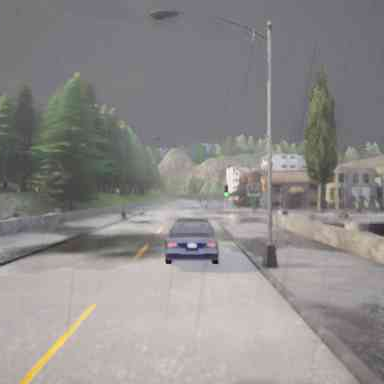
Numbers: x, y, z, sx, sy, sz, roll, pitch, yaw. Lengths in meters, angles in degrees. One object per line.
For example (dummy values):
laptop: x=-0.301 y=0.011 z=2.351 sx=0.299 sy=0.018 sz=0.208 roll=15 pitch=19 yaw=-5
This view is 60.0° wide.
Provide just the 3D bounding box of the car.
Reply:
car: x=0.008 y=1.680 z=12.502 sx=2.033 sy=1.411 sz=5.357 roll=0 pitch=-1 yaw=0
